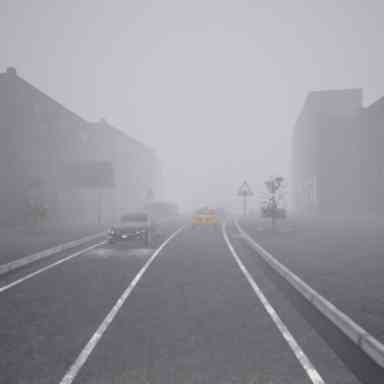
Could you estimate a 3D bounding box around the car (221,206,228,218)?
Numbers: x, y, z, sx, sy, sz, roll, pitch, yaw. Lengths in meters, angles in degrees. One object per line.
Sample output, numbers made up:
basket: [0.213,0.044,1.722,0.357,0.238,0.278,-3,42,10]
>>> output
car: [3.411,2.552,42.403,1.837,1.490,4.892,-1,-2,10]

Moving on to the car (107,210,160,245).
car: [-2.757,1.699,16.595,1.837,1.490,4.892,0,-1,3]

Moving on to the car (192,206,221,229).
car: [1.035,1.887,25.122,1.801,1.575,5.366,0,-2,5]
